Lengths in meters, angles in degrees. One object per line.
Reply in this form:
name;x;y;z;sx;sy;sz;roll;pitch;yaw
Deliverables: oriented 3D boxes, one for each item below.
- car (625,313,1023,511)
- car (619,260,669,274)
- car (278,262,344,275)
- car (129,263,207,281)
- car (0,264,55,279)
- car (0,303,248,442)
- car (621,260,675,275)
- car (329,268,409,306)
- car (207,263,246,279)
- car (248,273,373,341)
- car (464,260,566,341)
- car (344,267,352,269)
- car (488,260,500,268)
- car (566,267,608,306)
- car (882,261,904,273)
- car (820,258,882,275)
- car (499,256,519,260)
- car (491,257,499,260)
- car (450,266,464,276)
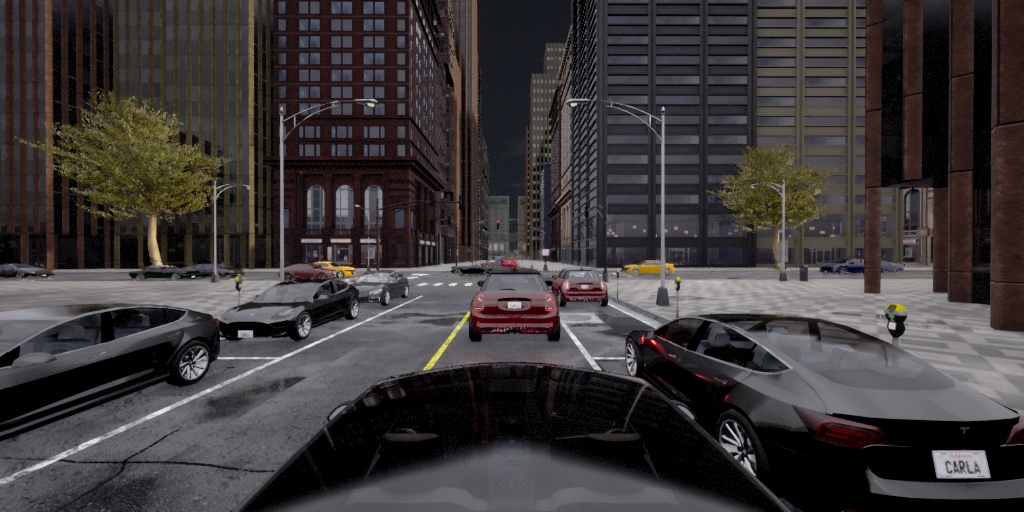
car;2.765;1.316;4.281;1.948;1.339;4.313;0;0;0
car;14.813;1.196;40.397;4.892;1.490;1.837;0;0;0
car;-17.233;1.344;30.415;4.674;1.442;1.812;0;0;-2
car;-29.238;1.453;30.404;4.718;1.301;1.895;0;0;0
car;-46.572;1.433;33.683;5.357;1.411;2.033;0;0;0
car;-5.760;1.316;4.288;1.948;1.339;4.313;0;0;0
car;14.151;1.186;37.147;5.008;1.535;1.882;0;0;0
car;-5.747;1.301;15.562;2.007;1.370;4.403;0;0;0
car;-28.246;1.381;33.654;5.357;1.411;2.033;0;0;0
car;-5.754;1.316;9.925;1.948;1.339;4.313;0;0;0
car;0.077;1.102;10.017;2.097;1.767;4.553;0;0;1
car;-17.306;1.281;33.660;5.008;1.535;1.882;0;0;1
car;-3.011;1.379;61.377;1.895;1.301;4.718;0;0;0
car;2.778;1.190;15.553;1.967;1.591;4.097;0;0;0
car;40.690;1.185;40.396;5.357;1.411;2.033;0;0;0
car;34.766;1.016;37.157;4.553;1.767;2.097;0;0;0
car;-0.200;0.990;51.461;2.150;2.045;5.566;0;0;4
car;-3.011;1.295;52.021;1.812;1.442;4.674;0;0;1
car;-3.967;1.365;37.136;4.718;1.301;1.895;0;0;0
